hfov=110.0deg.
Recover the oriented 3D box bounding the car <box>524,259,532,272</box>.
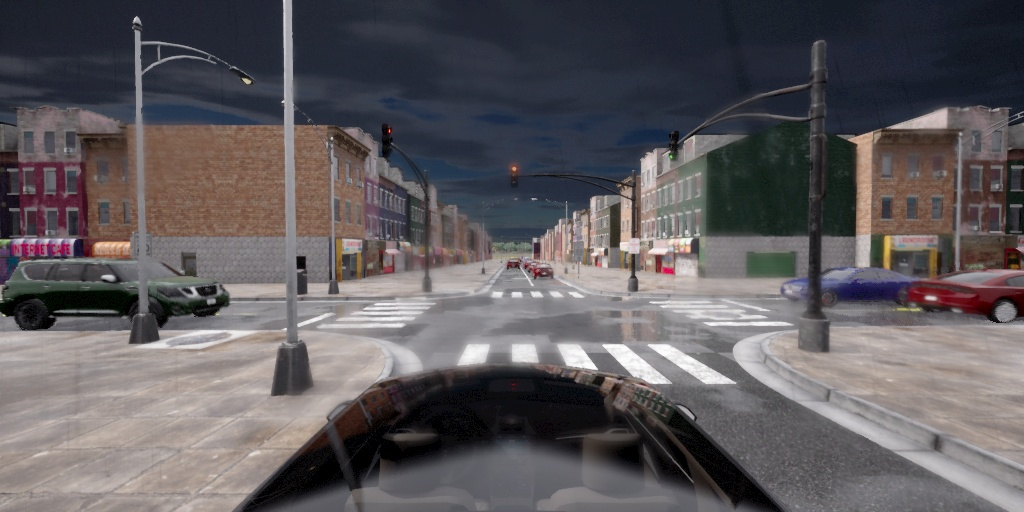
[{"bbox_3d":[2.721,1.329,42.730,1.802,1.307,4.207,0,0,0],"label":"car"}]

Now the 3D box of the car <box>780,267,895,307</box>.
[{"bbox_3d":[13.299,1.160,14.113,4.674,1.442,1.812,0,1,1],"label":"car"}]

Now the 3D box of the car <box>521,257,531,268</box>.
[{"bbox_3d":[2.744,1.293,53.795,1.888,1.381,4.507,0,0,0],"label":"car"}]

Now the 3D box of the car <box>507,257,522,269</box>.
[{"bbox_3d":[0.211,1.226,55.167,1.882,1.535,5.008,0,-1,0],"label":"car"}]

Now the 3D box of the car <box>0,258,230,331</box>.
[{"bbox_3d":[-12.148,1.081,11.193,5.566,2.045,2.150,0,1,0],"label":"car"}]

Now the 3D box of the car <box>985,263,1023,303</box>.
[{"bbox_3d":[22.461,1.087,14.069,4.902,1.511,2.128,0,1,0],"label":"car"}]

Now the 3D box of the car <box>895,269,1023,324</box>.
[{"bbox_3d":[15.503,1.162,11.138,5.008,1.535,1.882,0,1,0],"label":"car"}]

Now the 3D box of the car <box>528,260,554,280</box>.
[{"bbox_3d":[2.698,1.292,31.665,1.888,1.381,4.507,0,0,0],"label":"car"}]
